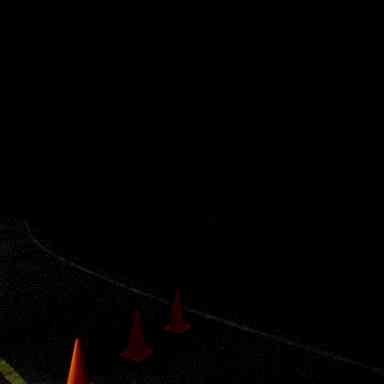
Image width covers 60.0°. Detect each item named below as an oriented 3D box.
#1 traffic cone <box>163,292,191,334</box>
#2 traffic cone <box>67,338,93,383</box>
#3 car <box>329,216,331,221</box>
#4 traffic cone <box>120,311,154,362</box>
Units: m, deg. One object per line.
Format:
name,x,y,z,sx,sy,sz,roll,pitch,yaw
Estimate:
traffic cone,-0.239,1.931,5.435,0.340,0.580,0.340,1,1,31
traffic cone,-1.277,1.945,3.735,0.340,0.580,0.340,1,1,31
car,35.616,6.632,82.733,1.851,1.617,3.988,-4,-3,4
traffic cone,-0.758,1.938,4.585,0.340,0.580,0.340,1,1,31
